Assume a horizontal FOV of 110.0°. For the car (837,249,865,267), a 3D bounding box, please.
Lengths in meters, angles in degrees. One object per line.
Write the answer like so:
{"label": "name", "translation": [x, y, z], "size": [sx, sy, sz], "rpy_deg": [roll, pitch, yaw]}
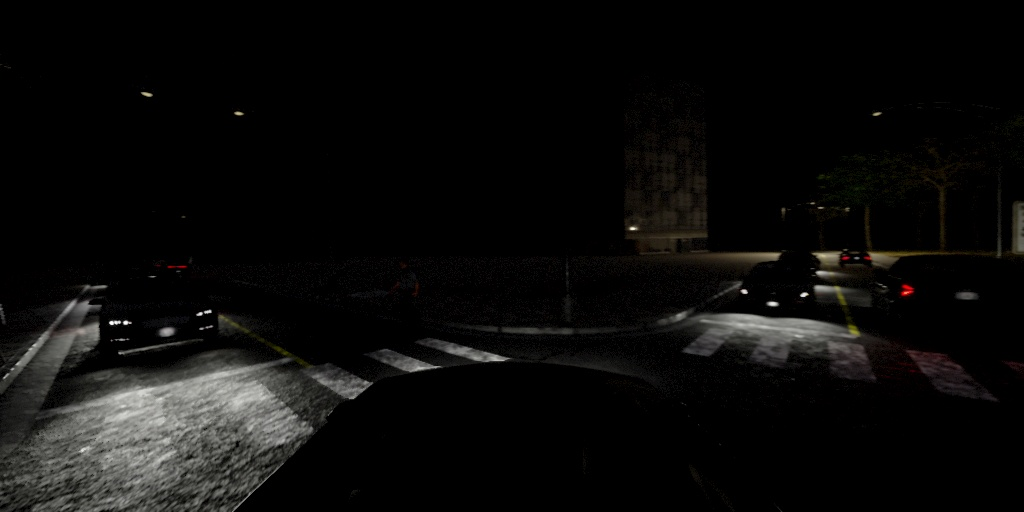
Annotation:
{"label": "car", "translation": [27.749, 0.136, 29.093], "size": [2.033, 1.411, 5.357], "rpy_deg": [0, 1, 40]}

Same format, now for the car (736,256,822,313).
{"label": "car", "translation": [9.073, 0.889, 12.147], "size": [2.033, 1.411, 5.357], "rpy_deg": [0, 1, 40]}

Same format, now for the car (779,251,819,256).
{"label": "car", "translation": [15.440, 0.560, 19.571], "size": [1.837, 1.490, 4.892], "rpy_deg": [0, 1, 41]}

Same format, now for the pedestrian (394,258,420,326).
{"label": "pedestrian", "translation": [-2.679, 0.912, 9.237], "size": [0.375, 1.860, 0.375], "rpy_deg": [0, 2, 42]}

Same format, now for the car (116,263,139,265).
{"label": "car", "translation": [-30.358, 1.314, 28.374], "size": [4.892, 1.490, 1.837], "rpy_deg": [0, 2, 42]}

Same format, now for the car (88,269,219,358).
{"label": "car", "translation": [-8.789, 1.273, 8.875], "size": [4.902, 1.511, 2.128], "rpy_deg": [0, 2, 42]}

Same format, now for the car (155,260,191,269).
{"label": "car", "translation": [-32.115, 1.188, 34.202], "size": [4.902, 1.511, 2.128], "rpy_deg": [0, 2, 42]}

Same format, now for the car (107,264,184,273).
{"label": "car", "translation": [-15.754, 1.283, 15.153], "size": [4.902, 1.511, 2.128], "rpy_deg": [0, 2, 42]}

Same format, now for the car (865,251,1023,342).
{"label": "car", "translation": [10.266, 0.735, 8.619], "size": [2.097, 1.767, 4.553], "rpy_deg": [0, 1, 41]}

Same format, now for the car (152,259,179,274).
{"label": "car", "translation": [-39.766, 1.201, 41.094], "size": [4.892, 1.490, 1.837], "rpy_deg": [0, 2, 42]}
